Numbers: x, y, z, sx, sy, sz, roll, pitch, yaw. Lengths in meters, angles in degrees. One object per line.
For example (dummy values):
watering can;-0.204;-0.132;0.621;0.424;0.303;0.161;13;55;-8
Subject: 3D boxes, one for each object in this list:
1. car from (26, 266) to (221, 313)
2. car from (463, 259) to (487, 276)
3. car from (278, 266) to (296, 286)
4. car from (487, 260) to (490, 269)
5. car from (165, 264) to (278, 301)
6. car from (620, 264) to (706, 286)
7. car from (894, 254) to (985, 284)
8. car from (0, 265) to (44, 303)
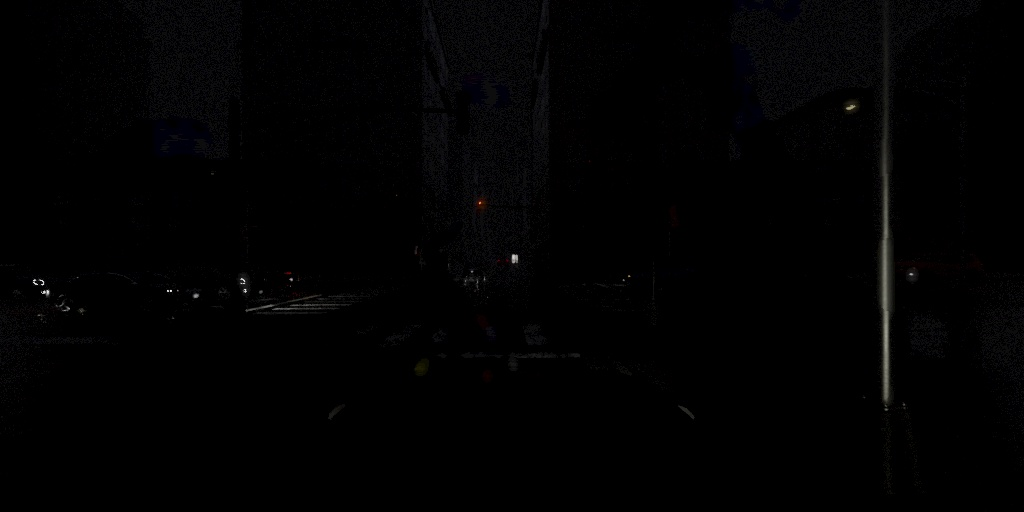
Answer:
car;-14.652;1.290;13.805;4.902;1.511;2.128;0;0;-2
car;-4.005;1.260;37.534;2.128;1.511;4.902;0;0;-2
car;-17.036;1.310;23.688;4.892;1.490;1.837;0;0;-2
car;-4.293;1.285;47.913;1.837;1.490;4.892;0;0;-2
car;-14.250;1.148;17.073;4.553;1.767;2.097;0;0;-2
car;10.287;1.243;24.550;5.357;1.411;2.033;0;0;-2
car;29.449;0.852;25.149;5.566;2.045;2.150;0;0;-2
car;-23.095;1.183;16.796;4.553;1.767;2.097;0;0;-2
